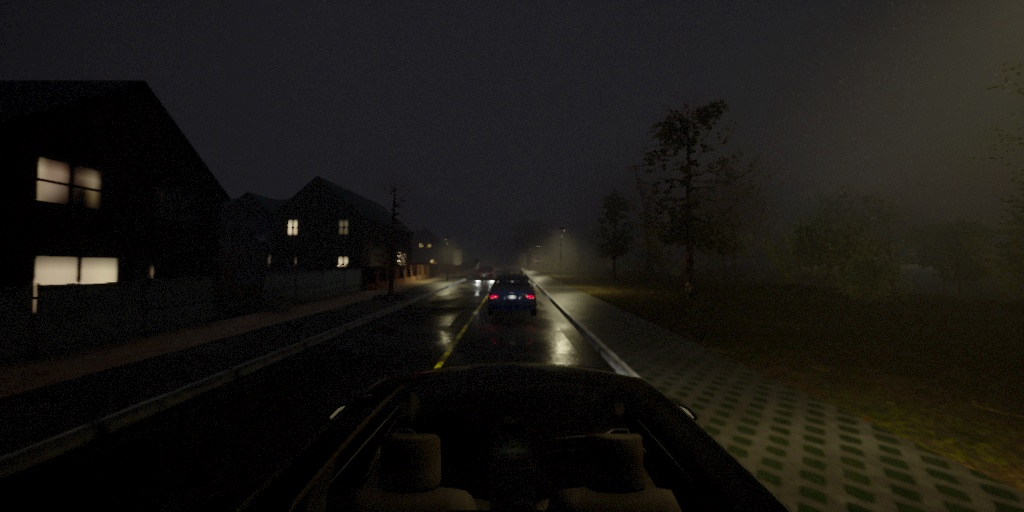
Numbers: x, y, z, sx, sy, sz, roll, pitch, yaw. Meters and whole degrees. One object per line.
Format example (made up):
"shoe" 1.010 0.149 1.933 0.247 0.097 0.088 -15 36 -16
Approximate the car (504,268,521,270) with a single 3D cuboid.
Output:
"car" 0.034 1.697 30.145 1.895 1.301 4.718 0 -1 0

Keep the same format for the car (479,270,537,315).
"car" 0.016 1.446 14.426 2.033 1.411 5.357 0 -1 0

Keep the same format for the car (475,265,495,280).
"car" -2.752 1.728 38.041 1.812 1.442 4.674 0 -1 1
